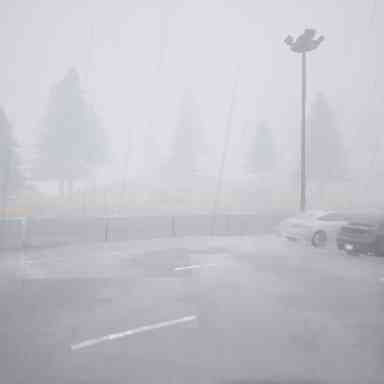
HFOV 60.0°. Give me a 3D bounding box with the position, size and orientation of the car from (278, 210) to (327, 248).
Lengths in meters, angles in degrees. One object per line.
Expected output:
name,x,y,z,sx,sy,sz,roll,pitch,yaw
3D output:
car,5.987,1.501,14.451,4.674,1.442,1.812,0,0,-20

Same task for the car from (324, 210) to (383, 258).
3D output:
car,7.161,1.452,11.154,4.892,1.490,1.837,0,0,-20
